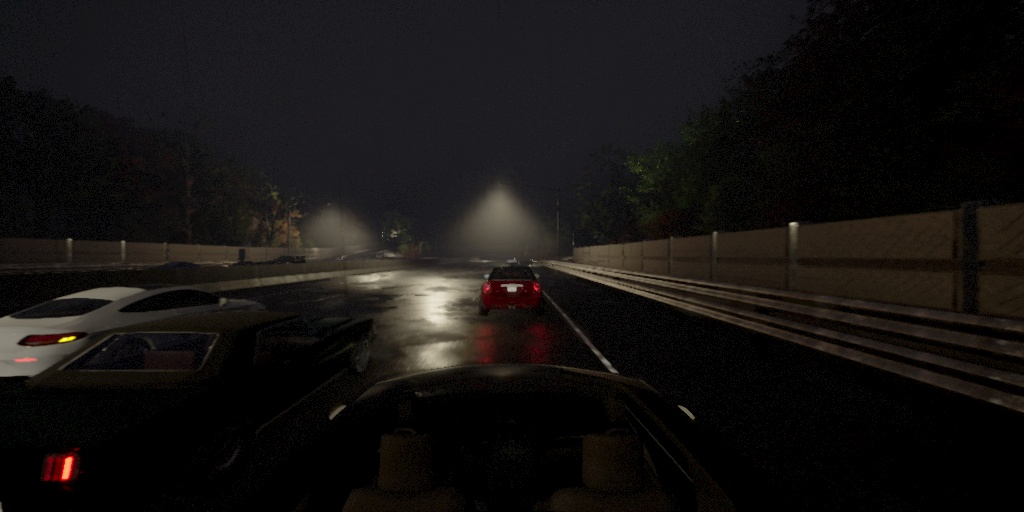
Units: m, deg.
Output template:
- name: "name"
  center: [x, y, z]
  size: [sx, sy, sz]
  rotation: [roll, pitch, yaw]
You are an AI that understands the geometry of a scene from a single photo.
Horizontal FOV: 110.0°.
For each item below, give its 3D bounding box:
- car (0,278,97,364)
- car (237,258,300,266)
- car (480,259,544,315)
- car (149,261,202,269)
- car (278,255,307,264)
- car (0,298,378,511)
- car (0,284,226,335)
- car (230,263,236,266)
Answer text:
- name: "car"
  center: [-10.400, 1.247, 5.735]
  size: [1.837, 1.490, 4.892]
  rotation: [0, 0, 0]
- name: "car"
  center: [-21.064, 1.222, 31.269]
  size: [1.837, 1.490, 4.892]
  rotation: [0, 1, 0]
- name: "car"
  center: [-0.001, 1.082, 13.564]
  size: [2.097, 1.767, 4.553]
  rotation: [0, 0, 0]
- name: "car"
  center: [-31.551, 1.245, 33.737]
  size: [1.812, 1.442, 4.674]
  rotation: [0, 0, 1]
- name: "car"
  center: [-28.060, 0.939, 44.876]
  size: [2.150, 2.045, 5.566]
  rotation: [0, 0, 1]
- name: "car"
  center: [-3.398, 1.346, 4.514]
  size: [1.895, 1.301, 4.718]
  rotation: [0, 0, 0]
- name: "car"
  center: [-6.914, 1.266, 6.960]
  size: [1.812, 1.442, 4.674]
  rotation: [0, 0, 0]
- name: "car"
  center: [-24.562, 1.222, 33.140]
  size: [1.837, 1.490, 4.892]
  rotation: [0, 1, 1]
